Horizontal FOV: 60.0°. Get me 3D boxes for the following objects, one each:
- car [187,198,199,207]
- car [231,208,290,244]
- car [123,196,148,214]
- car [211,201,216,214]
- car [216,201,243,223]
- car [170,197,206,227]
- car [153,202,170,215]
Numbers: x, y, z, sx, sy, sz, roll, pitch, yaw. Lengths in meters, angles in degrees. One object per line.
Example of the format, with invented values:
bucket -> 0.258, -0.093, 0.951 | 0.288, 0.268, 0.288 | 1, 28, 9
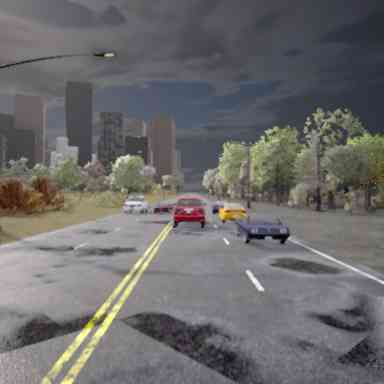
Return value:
car -> 0.161, 1.867, 60.712 | 2.128, 1.511, 4.902 | 0, 0, 0
car -> 3.274, 1.710, 16.428 | 1.895, 1.301, 4.718 | 0, 0, 0
car -> -6.550, 1.487, 39.058 | 2.150, 2.045, 5.566 | 0, 0, 0
car -> 3.299, 1.762, 38.435 | 2.163, 1.488, 4.792 | 0, -1, 0
car -> 3.285, 1.666, 27.402 | 1.882, 1.535, 5.008 | 0, -1, 0
car -> -0.155, 1.398, 24.434 | 2.150, 2.045, 5.566 | 0, 0, 1
car -> -3.302, 1.863, 38.272 | 1.895, 1.301, 4.718 | 0, 0, 0
